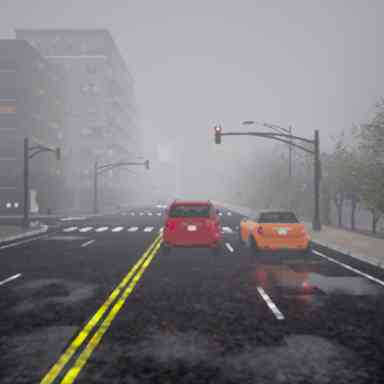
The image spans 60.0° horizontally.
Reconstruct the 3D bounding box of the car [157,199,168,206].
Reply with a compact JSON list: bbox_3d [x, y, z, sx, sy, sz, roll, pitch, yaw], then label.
[{"bbox_3d":[-6.502,2.249,73.445,2.128,1.511,4.902,0,-1,0],"label":"car"}]

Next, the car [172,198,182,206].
[{"bbox_3d":[-3.252,2.201,73.446,1.882,1.535,5.008,0,-1,0],"label":"car"}]

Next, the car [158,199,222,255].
[{"bbox_3d":[0.001,1.350,14.013,2.150,2.045,5.566,0,0,0],"label":"car"}]

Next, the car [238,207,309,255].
[{"bbox_3d":[3.252,1.484,14.073,2.097,1.767,4.553,0,-1,0],"label":"car"}]
